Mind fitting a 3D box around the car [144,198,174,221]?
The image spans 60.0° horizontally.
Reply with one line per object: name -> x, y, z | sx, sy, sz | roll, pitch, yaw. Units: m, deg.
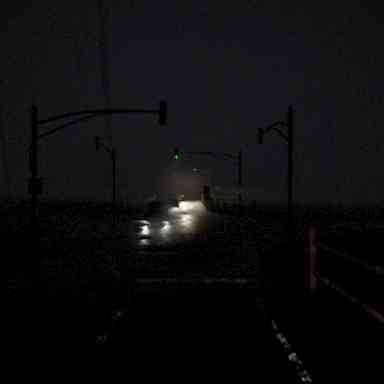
car -> -2.780, 1.434, 27.347 | 1.882, 1.535, 5.008 | 1, 0, 0

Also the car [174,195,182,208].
car -> -2.753, 1.528, 45.561 | 1.994, 1.385, 4.181 | 0, 1, 0

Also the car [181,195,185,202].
car -> -2.649, 1.374, 74.639 | 2.128, 1.511, 4.902 | 0, 0, 0
